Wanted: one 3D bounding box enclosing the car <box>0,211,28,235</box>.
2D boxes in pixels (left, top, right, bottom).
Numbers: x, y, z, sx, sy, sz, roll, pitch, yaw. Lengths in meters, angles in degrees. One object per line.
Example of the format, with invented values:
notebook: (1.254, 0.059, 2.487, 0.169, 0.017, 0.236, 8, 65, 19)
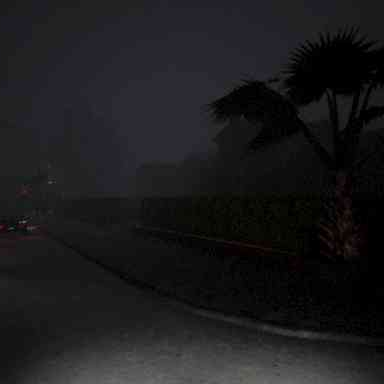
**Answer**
car: (-11.512, 1.935, 20.922, 1.812, 1.442, 4.674, -2, 0, -32)
